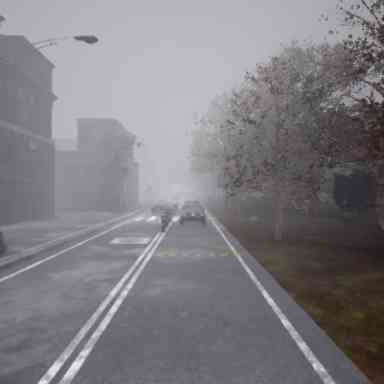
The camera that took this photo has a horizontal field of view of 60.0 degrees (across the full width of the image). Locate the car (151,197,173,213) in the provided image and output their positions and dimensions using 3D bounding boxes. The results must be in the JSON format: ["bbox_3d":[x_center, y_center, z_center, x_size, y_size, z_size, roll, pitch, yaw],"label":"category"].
[{"bbox_3d":[-3.423,1.512,36.641,1.812,1.442,4.674,0,0,0],"label":"car"}]

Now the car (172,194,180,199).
[{"bbox_3d":[-3.758,1.050,78.206,1.882,1.535,5.008,0,0,-1],"label":"car"}]

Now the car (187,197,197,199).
[{"bbox_3d":[-0.016,1.448,43.326,1.882,1.535,5.008,0,0,0],"label":"car"}]

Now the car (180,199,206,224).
[{"bbox_3d":[0.065,1.537,24.751,2.033,1.411,5.357,0,1,0],"label":"car"}]
